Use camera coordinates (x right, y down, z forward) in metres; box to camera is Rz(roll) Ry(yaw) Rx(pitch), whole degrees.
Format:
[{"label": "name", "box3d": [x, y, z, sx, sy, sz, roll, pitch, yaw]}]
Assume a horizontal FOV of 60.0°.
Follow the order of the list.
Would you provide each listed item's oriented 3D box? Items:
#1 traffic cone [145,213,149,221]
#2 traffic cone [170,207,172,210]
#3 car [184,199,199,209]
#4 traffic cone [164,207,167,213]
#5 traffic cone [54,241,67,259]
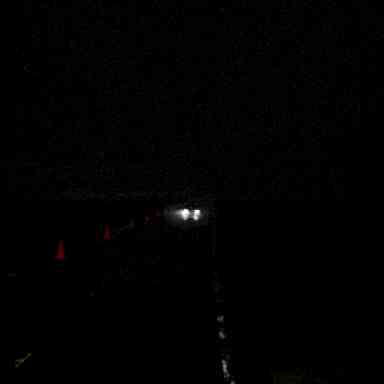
[{"label": "traffic cone", "box3d": [-3.534, 1.954, 26.302, 0.340, 0.580, 0.340, 0, 0, 4]}, {"label": "traffic cone", "box3d": [-2.601, 1.952, 41.272, 0.340, 0.580, 0.340, 0, 0, 4]}, {"label": "car", "box3d": [-0.034, 1.600, 44.333, 1.895, 1.301, 4.718, 0, 0, 4]}, {"label": "traffic cone", "box3d": [-2.912, 1.953, 36.283, 0.340, 0.580, 0.340, 0, 0, 4]}, {"label": "traffic cone", "box3d": [-4.466, 1.952, 11.326, 0.340, 0.580, 0.340, 0, 0, 3]}]
